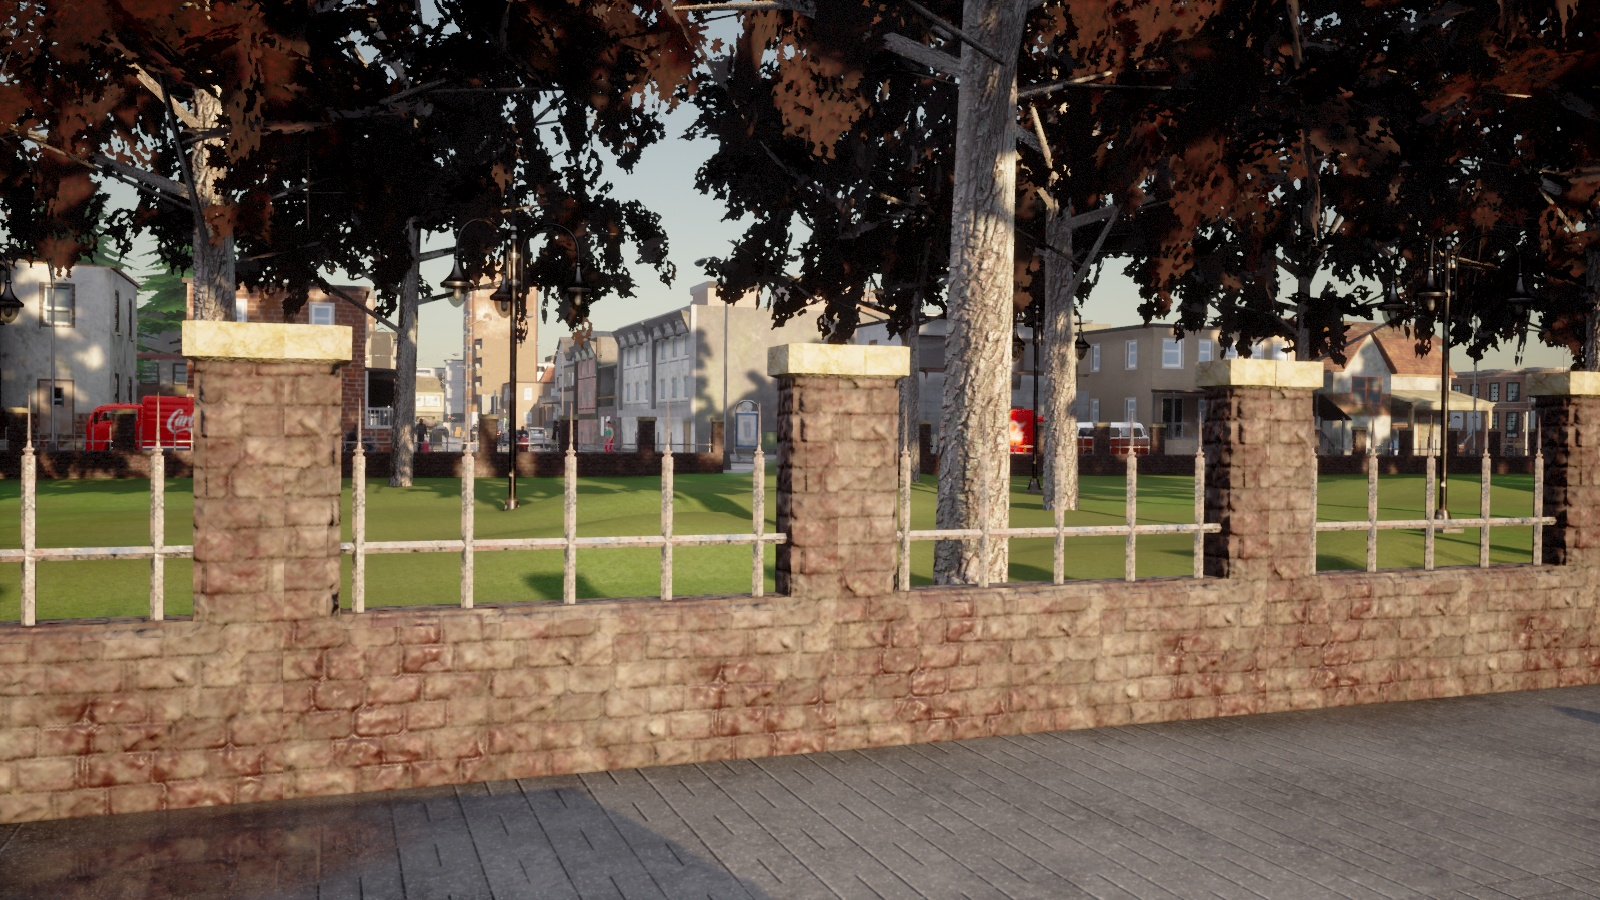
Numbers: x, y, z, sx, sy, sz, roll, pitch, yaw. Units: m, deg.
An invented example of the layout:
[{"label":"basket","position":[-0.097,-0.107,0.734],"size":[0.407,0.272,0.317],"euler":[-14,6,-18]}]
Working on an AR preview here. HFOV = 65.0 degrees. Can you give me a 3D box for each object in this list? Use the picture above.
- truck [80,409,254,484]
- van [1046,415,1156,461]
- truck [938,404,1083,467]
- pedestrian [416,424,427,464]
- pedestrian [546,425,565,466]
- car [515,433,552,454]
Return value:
[{"label":"truck","position":[-21.978,-0.165,43.885],"size":[5.204,2.467,2.627],"euler":[-1,1,-22]},{"label":"van","position":[13.751,-0.562,57.438],"size":[4.480,2.038,2.069],"euler":[-1,1,-21]},{"label":"truck","position":[8.563,-0.616,51.302],"size":[5.204,2.467,2.627],"euler":[-1,1,-16]},{"label":"pedestrian","position":[-18.669,-0.298,61.898],"size":[0.423,1.949,0.788],"euler":[-1,1,-22]},{"label":"pedestrian","position":[-10.985,-0.211,56.398],"size":[0.431,1.840,0.703],"euler":[0,1,41]},{"label":"car","position":[-18.870,-0.478,88.851],"size":[1.970,1.475,3.806],"euler":[-1,1,-21]}]
